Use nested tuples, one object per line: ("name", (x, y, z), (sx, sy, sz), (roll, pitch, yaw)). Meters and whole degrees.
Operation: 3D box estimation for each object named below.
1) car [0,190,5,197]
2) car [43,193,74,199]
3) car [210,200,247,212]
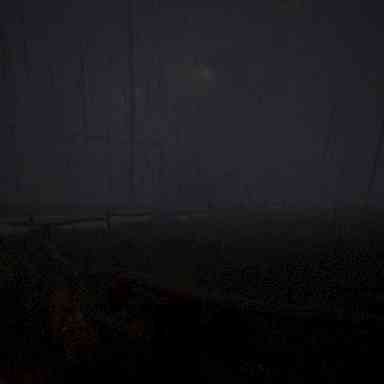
("car", (-39.651, 0.512, 66.641), (1.905, 1.878, 3.866), (1, 0, 38))
("car", (-20.620, 0.951, 51.689), (2.242, 1.667, 4.611), (1, 0, 38))
("car", (3.246, 1.399, 29.545), (1.994, 1.385, 4.181), (1, 0, 39))
